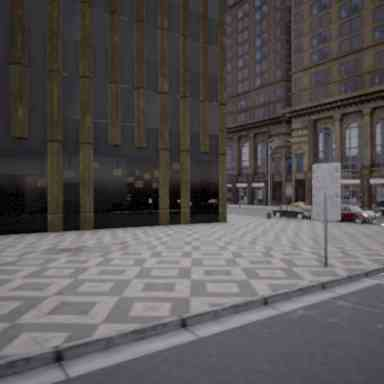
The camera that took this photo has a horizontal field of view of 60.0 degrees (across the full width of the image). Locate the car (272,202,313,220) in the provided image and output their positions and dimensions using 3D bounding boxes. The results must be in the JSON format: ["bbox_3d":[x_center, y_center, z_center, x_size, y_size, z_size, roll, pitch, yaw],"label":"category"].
[{"bbox_3d":[9.876,1.937,32.395,2.008,1.369,4.403,-1,0,-36],"label":"car"}]

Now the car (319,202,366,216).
[{"bbox_3d":[16.819,1.905,37.341,1.947,1.339,4.313,-1,0,-36],"label":"car"}]

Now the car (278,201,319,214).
[{"bbox_3d":[13.415,1.890,42.084,1.752,1.417,4.829,-1,0,-36],"label":"car"}]

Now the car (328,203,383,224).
[{"bbox_3d":[13.181,1.806,27.788,1.967,1.590,4.097,-1,0,-36],"label":"car"}]
